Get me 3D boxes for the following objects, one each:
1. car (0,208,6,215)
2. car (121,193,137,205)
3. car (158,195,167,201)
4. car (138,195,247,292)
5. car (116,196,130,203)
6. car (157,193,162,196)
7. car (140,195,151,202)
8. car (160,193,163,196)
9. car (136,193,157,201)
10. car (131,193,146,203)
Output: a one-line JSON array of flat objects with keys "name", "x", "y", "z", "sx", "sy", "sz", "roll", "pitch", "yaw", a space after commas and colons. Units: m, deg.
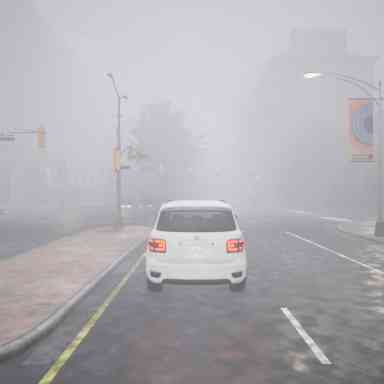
[{"name": "car", "x": -19.483, "y": 1.548, "z": 29.280, "sx": 5.357, "sy": 1.411, "sz": 2.033, "roll": 0, "pitch": 0, "yaw": 0}, {"name": "car", "x": -11.326, "y": 1.491, "z": 59.772, "sx": 2.128, "sy": 1.511, "sz": 4.902, "roll": 0, "pitch": 0, "yaw": 1}, {"name": "car", "x": -7.649, "y": 1.552, "z": 86.305, "sx": 1.994, "sy": 1.385, "sz": 4.181, "roll": 0, "pitch": 0, "yaw": 0}, {"name": "car", "x": 0.108, "y": 1.221, "z": 9.101, "sx": 2.150, "sy": 2.045, "sz": 5.566, "roll": 0, "pitch": 0, "yaw": 1}, {"name": "car", "x": -14.466, "y": 1.595, "z": 69.824, "sx": 1.895, "sy": 1.301, "sz": 4.718, "roll": 0, "pitch": 0, "yaw": 0}, {"name": "car", "x": -7.753, "y": 1.525, "z": 66.873, "sx": 1.812, "sy": 1.442, "sz": 4.674, "roll": 0, "pitch": 0, "yaw": 1}, {"name": "car", "x": -11.175, "y": 1.525, "z": 80.129, "sx": 2.128, "sy": 1.511, "sz": 4.902, "roll": 0, "pitch": 0, "yaw": 0}, {"name": "car", "x": -7.690, "y": 1.225, "z": 76.490, "sx": 2.150, "sy": 2.045, "sz": 5.566, "roll": 0, "pitch": 0, "yaw": 0}, {"name": "car", "x": -7.845, "y": 1.352, "z": 57.989, "sx": 2.097, "sy": 1.767, "sz": 4.553, "roll": 0, "pitch": 0, "yaw": 0}, {"name": "car", "x": -11.218, "y": 1.225, "z": 69.691, "sx": 2.150, "sy": 2.045, "sz": 5.566, "roll": 0, "pitch": 0, "yaw": 0}]
